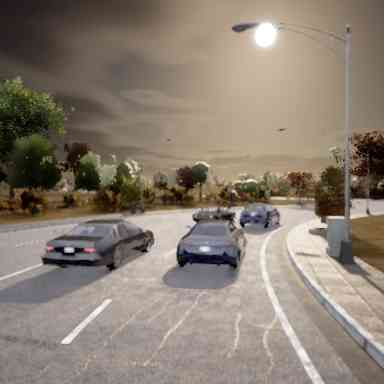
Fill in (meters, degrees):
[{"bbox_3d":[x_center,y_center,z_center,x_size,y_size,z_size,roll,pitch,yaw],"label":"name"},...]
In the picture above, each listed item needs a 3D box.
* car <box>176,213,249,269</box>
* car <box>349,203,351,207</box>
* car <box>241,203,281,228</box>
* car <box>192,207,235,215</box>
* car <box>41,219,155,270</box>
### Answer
[{"bbox_3d":[0.816,1.677,11.824,1.994,1.385,4.181,0,0,13],"label":"car"},{"bbox_3d":[27.010,2.068,59.770,4.674,1.442,1.812,0,1,-42],"label":"car"},{"bbox_3d":[5.138,1.602,24.670,2.097,1.767,4.553,0,-1,27],"label":"car"},{"bbox_3d":[1.836,1.825,25.953,1.895,1.301,4.718,0,0,27],"label":"car"},{"bbox_3d":[-2.871,1.638,11.488,2.033,1.411,5.357,0,0,11],"label":"car"}]
